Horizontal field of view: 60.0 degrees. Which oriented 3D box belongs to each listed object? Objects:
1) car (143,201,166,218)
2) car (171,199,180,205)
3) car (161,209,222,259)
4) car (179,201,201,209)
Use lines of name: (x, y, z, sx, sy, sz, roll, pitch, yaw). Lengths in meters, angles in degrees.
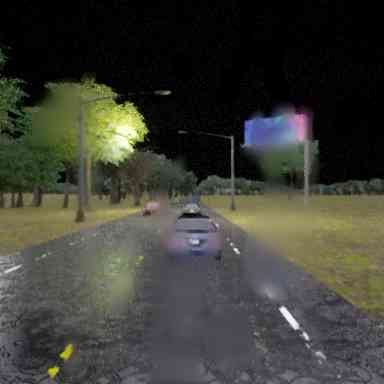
car: (-3.693, 1.671, 33.028, 1.882, 1.535, 5.008, 0, -1, 0)
car: (-3.628, 2.147, 74.727, 1.994, 1.385, 4.181, 0, -1, 0)
car: (0.073, 1.578, 12.613, 2.033, 1.411, 5.357, 0, 0, 0)
car: (0.000, 1.758, 33.045, 1.994, 1.385, 4.181, 0, -1, 0)
